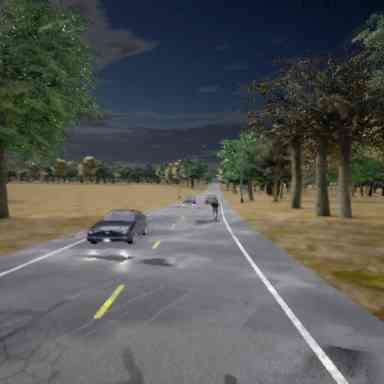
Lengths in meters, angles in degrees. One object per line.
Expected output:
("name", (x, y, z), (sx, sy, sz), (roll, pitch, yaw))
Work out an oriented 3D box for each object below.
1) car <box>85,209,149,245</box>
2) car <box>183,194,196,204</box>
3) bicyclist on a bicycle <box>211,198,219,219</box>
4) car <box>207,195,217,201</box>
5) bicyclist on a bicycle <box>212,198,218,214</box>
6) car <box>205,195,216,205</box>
("car", (-3.269, 1.518, 15.751), (2.033, 1.411, 5.357), (0, 0, 2))
("car", (-0.399, 1.207, 57.394), (2.097, 1.767, 4.553), (0, 0, 5))
("bicyclist on a bicycle", (1.743, 1.331, 24.976), (0.659, 1.776, 1.843), (0, 0, 3))
("car", (4.507, 1.323, 74.909), (2.033, 1.411, 5.357), (0, 0, 4))
("bicyclist on a bicycle", (2.344, 1.391, 33.933), (0.582, 1.620, 1.656), (0, 0, 4))
("car", (3.184, 1.359, 56.874), (2.128, 1.511, 4.902), (0, 0, 5))
